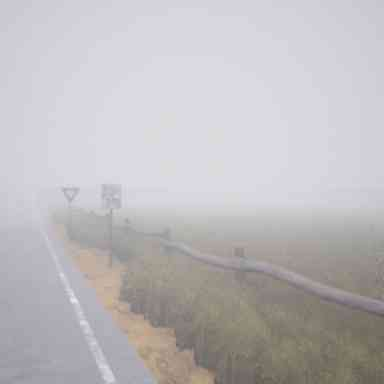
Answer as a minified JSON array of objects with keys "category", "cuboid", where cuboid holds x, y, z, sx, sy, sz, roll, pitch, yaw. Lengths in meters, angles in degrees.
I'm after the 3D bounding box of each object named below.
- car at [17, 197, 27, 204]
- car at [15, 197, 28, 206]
[{"category":"car","cuboid":[-36.345,1.774,71.249,1.812,1.442,4.674,1,-1,-26]},{"category":"car","cuboid":[-31.861,1.770,62.215,1.812,1.442,4.674,1,-1,-26]}]
